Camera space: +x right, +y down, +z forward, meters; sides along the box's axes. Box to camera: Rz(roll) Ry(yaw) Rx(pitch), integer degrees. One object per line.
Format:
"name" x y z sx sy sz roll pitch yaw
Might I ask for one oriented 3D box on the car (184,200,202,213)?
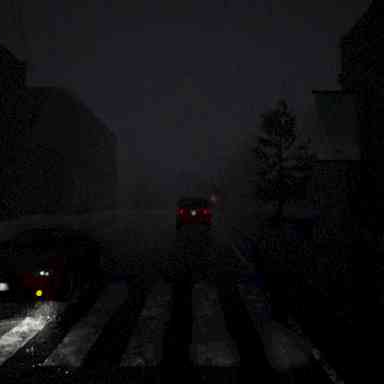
"car" 0.097 1.728 40.717 2.128 1.511 4.902 0 -1 0

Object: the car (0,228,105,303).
"car" -3.593 1.606 8.260 1.994 1.385 4.181 0 0 0

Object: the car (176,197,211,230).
"car" 0.098 1.337 22.259 2.150 2.045 5.566 0 0 0
